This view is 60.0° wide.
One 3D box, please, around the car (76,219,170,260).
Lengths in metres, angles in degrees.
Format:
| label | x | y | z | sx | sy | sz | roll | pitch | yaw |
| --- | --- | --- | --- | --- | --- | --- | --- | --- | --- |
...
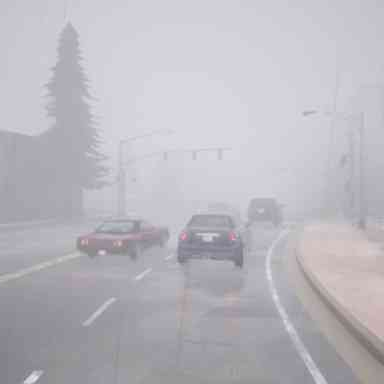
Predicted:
| label | x | y | z | sx | sy | sz | roll | pitch | yaw |
| --- | --- | --- | --- | --- | --- | --- | --- | --- | --- |
| car | -2.391 | 1.712 | 13.025 | 1.895 | 1.301 | 4.718 | 0 | -1 | 14 |

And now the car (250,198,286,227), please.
| label | x | y | z | sx | sy | sz | roll | pitch | yaw |
| --- | --- | --- | --- | --- | --- | --- | --- | --- | --- |
| car | 5.734 | 1.484 | 25.711 | 2.150 | 2.045 | 5.566 | 0 | 0 | 20 |

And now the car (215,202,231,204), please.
| label | x | y | z | sx | sy | sz | roll | pitch | yaw |
| --- | --- | --- | --- | --- | --- | --- | --- | --- | --- |
| car | 2.475 | 1.614 | 26.982 | 2.097 | 1.767 | 4.553 | 0 | -1 | 20 |

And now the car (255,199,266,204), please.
| label | x | y | z | sx | sy | sz | roll | pitch | yaw |
| --- | --- | --- | --- | --- | --- | --- | --- | --- | --- |
| car | 17.763 | 2.483 | 86.237 | 1.895 | 1.301 | 4.718 | 0 | -1 | 21 |

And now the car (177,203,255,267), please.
| label | x | y | z | sx | sy | sz | roll | pitch | yaw |
| --- | --- | --- | --- | --- | --- | --- | --- | --- | --- |
| car | 1.004 | 1.469 | 12.158 | 2.097 | 1.767 | 4.553 | 0 | -1 | 14 |

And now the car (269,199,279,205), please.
| label | x | y | z | sx | sy | sz | roll | pitch | yaw |
| --- | --- | --- | --- | --- | --- | --- | --- | --- | --- |
| car | 21.049 | 2.444 | 85.031 | 1.994 | 1.385 | 4.181 | 0 | -1 | 21 |

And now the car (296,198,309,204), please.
| label | x | y | z | sx | sy | sz | roll | pitch | yaw |
| --- | --- | --- | --- | --- | --- | --- | --- | --- | --- |
| car | 28.067 | 2.416 | 83.804 | 1.994 | 1.385 | 4.181 | 0 | -1 | 21 |

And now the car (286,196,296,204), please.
| label | x | y | z | sx | sy | sz | roll | pitch | yaw |
| --- | --- | --- | --- | --- | --- | --- | --- | --- | --- |
| car | 24.794 | 2.385 | 85.044 | 1.812 | 1.442 | 4.674 | 0 | -1 | 21 |
